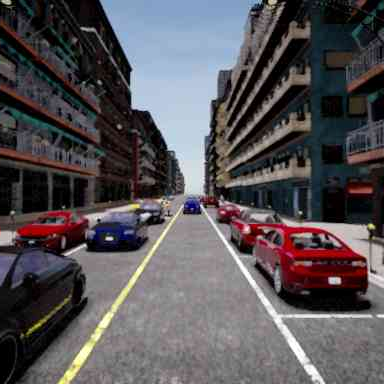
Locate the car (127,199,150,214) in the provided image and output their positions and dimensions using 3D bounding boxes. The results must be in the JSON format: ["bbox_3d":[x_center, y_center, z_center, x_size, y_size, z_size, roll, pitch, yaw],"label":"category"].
[{"bbox_3d":[-5.679,1.513,35.978,1.752,1.417,4.829,1,0,0],"label":"car"}]

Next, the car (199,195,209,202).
[{"bbox_3d":[2.707,1.422,74.797,1.967,1.590,4.097,1,0,0],"label":"car"}]

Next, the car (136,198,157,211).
[{"bbox_3d":[-5.678,1.537,41.672,2.008,1.369,4.403,1,0,0],"label":"car"}]

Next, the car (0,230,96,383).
[{"bbox_3d":[-3.089,1.562,4.981,1.994,1.385,4.181,0,0,0],"label":"car"}]

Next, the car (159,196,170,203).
[{"bbox_3d":[-5.675,1.533,69.288,2.008,1.369,4.403,1,0,0],"label":"car"}]

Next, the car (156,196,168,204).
[{"bbox_3d":[-5.675,1.508,63.594,1.752,1.417,4.829,1,0,0],"label":"car"}]

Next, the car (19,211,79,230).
[{"bbox_3d":[-5.681,1.539,14.054,1.887,1.381,4.507,1,0,0],"label":"car"}]

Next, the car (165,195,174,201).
[{"bbox_3d":[-5.673,1.534,85.859,2.008,1.369,4.403,1,0,0],"label":"car"}]

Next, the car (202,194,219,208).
[{"bbox_3d":[2.706,1.300,47.181,2.192,1.841,5.009,1,0,0],"label":"car"}]

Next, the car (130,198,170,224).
[{"bbox_3d":[-3.084,1.482,24.768,2.128,1.511,4.902,0,0,0],"label":"car"}]

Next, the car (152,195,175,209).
[{"bbox_3d":[-2.997,0.998,30.789,2.097,1.767,4.553,0,0,0],"label":"car"}]

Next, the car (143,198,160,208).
[{"bbox_3d":[-5.678,1.529,47.195,1.887,1.381,4.507,1,0,0],"label":"car"}]

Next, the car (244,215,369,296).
[{"bbox_3d":[2.699,1.541,8.515,1.887,1.381,4.507,1,0,0],"label":"car"}]

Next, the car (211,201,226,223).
[{"bbox_3d":[2.701,1.572,25.086,1.802,1.307,4.206,1,0,0],"label":"car"}]

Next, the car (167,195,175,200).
[{"bbox_3d":[-5.673,1.534,91.382,2.008,1.369,4.403,1,0,0],"label":"car"}]

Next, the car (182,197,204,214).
[{"bbox_3d":[0.005,1.513,34.785,1.812,1.442,4.674,0,0,0],"label":"car"}]

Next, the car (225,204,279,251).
[{"bbox_3d":[2.701,1.434,14.039,1.967,1.590,4.097,1,0,0],"label":"car"}]

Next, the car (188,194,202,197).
[{"bbox_3d":[0.028,1.336,46.951,2.097,1.767,4.553,0,0,0],"label":"car"}]

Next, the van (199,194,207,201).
[{"bbox_3d":[2.709,1.323,80.321,1.690,1.788,3.998,1,0,0],"label":"van"}]

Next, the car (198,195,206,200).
[{"bbox_3d":[2.708,1.528,91.368,1.887,1.381,4.507,0,0,0],"label":"car"}]

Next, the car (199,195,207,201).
[{"bbox_3d":[2.708,1.528,85.844,1.887,1.381,4.507,0,0,0],"label":"car"}]

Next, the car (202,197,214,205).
[{"bbox_3d":[2.705,1.549,58.227,1.947,1.339,4.313,1,0,0],"label":"car"}]

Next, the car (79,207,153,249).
[{"bbox_3d":[-3.088,1.558,14.429,1.994,1.385,4.181,0,0,0],"label":"car"}]
